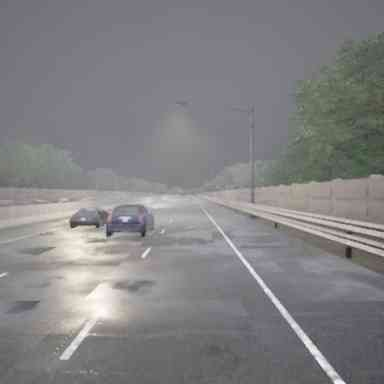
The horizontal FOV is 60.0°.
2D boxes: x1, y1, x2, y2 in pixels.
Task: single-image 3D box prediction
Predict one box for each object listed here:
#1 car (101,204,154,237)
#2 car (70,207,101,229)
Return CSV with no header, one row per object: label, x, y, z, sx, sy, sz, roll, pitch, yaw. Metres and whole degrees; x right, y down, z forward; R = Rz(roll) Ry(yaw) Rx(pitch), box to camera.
car,-3.398,1.465,19.017,2.097,1.767,4.553,0,0,0
car,-6.897,1.704,23.087,1.994,1.385,4.181,0,0,0
